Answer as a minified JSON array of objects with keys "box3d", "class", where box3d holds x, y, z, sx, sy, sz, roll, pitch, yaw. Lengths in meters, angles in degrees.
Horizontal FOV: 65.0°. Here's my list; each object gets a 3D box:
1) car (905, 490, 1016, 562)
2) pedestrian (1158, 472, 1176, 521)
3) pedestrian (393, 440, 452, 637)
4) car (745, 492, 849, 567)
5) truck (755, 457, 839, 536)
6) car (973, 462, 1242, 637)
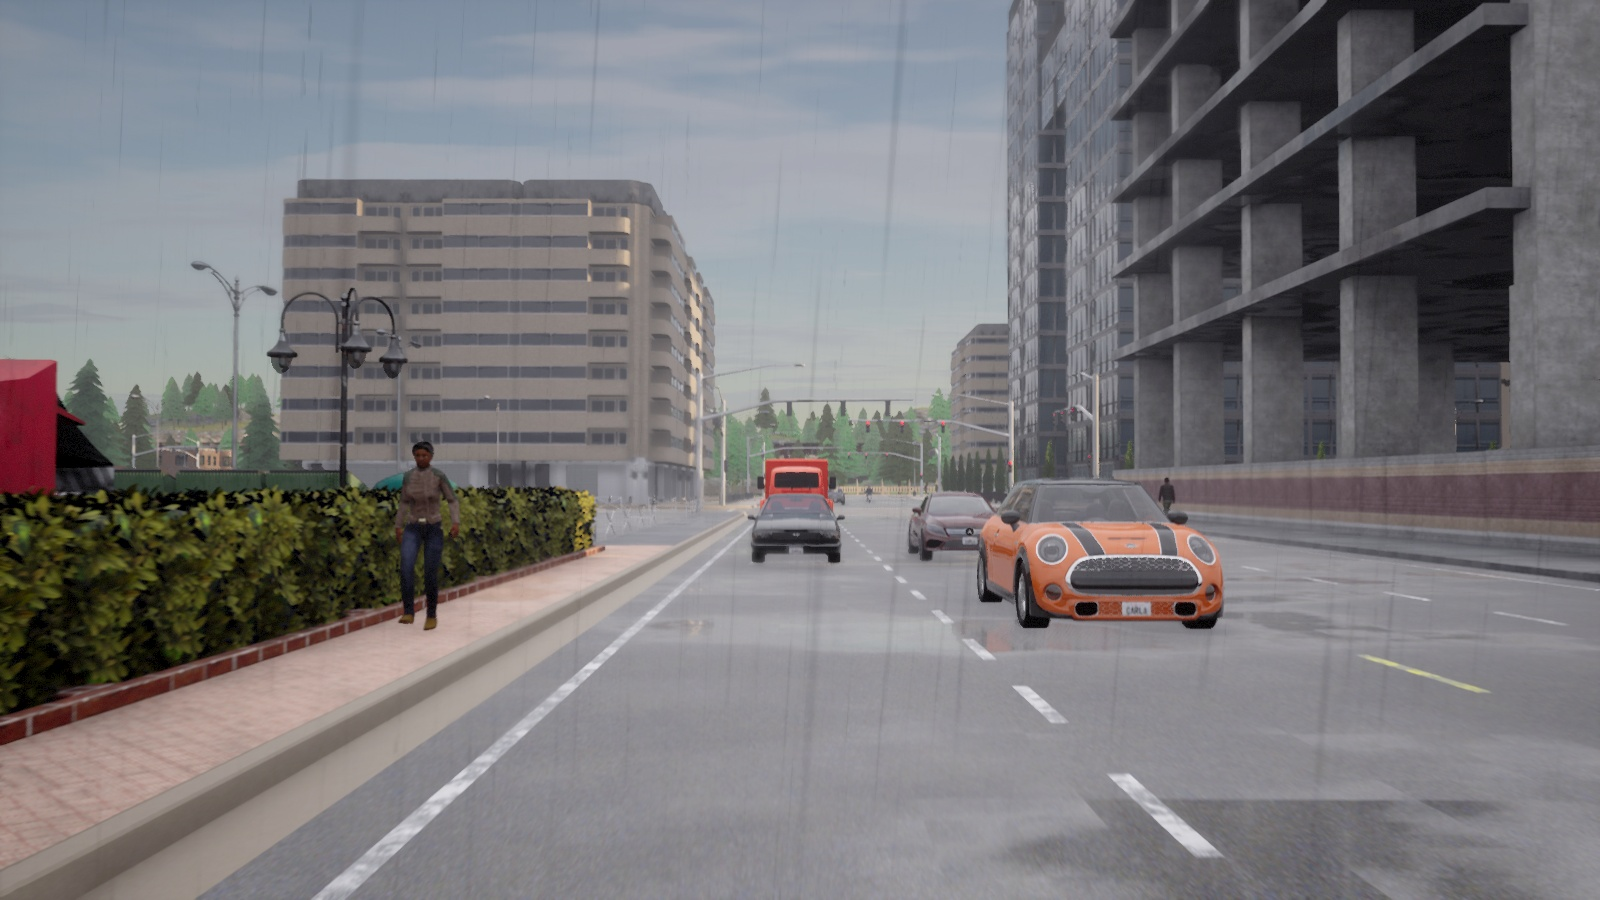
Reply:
[{"box3d":[3.432,1.606,27.668,1.812,1.442,4.674,0,-2,0],"class":"car"},{"box3d":[13.805,1.735,47.227,0.431,1.840,0.703,0,-2,-2],"class":"pedestrian"},{"box3d":[-3.597,0.827,12.011,0.328,1.805,0.869,0,-2,-2],"class":"pedestrian"},{"box3d":[-0.066,1.632,27.116,2.033,1.411,5.357,0,-2,0],"class":"car"},{"box3d":[-0.105,1.525,42.049,2.627,2.467,5.204,0,-2,0],"class":"truck"},{"box3d":[3.461,1.080,15.127,2.097,1.767,4.553,0,-2,0],"class":"car"}]
